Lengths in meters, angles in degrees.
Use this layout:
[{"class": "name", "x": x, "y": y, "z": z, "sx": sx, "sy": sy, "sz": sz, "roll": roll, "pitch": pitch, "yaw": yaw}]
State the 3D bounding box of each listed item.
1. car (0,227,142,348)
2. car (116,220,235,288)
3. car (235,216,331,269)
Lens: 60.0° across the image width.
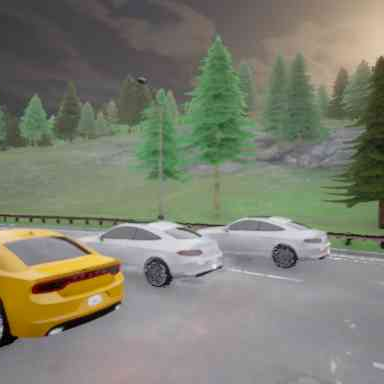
[{"class": "car", "x": -3.535, "y": 1.454, "z": 6.303, "sx": 5.008, "sy": 1.535, "sz": 1.882, "roll": 0, "pitch": 0, "yaw": 33}, {"class": "car", "x": -1.422, "y": 1.502, "z": 9.106, "sx": 4.674, "sy": 1.442, "sz": 1.812, "roll": 0, "pitch": 0, "yaw": 32}, {"class": "car", "x": 2.064, "y": 1.509, "z": 11.019, "sx": 4.674, "sy": 1.442, "sz": 1.812, "roll": 0, "pitch": 0, "yaw": 33}]
